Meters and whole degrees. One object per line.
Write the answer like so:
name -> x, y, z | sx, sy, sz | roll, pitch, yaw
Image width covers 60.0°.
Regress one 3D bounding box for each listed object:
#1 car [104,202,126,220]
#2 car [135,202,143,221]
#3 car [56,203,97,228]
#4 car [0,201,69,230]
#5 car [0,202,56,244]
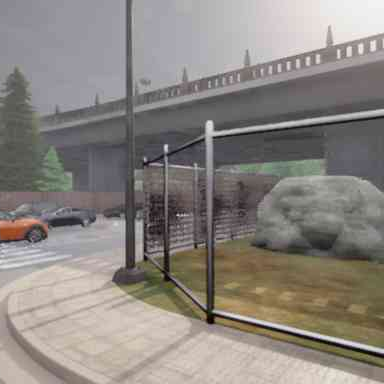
car -> -5.967, 1.677, 31.107 | 1.882, 1.535, 5.008 | 0, 0, 36
car -> -3.118, 1.703, 29.072 | 1.812, 1.442, 4.674 | 0, 0, 36
car -> -8.524, 1.669, 21.546 | 2.128, 1.511, 4.902 | 0, 0, 36
car -> -11.346, 1.551, 23.616 | 2.097, 1.767, 4.553 | 0, 0, 36
car -> -8.836, 1.507, 14.766 | 2.097, 1.767, 4.553 | 0, 0, 36
